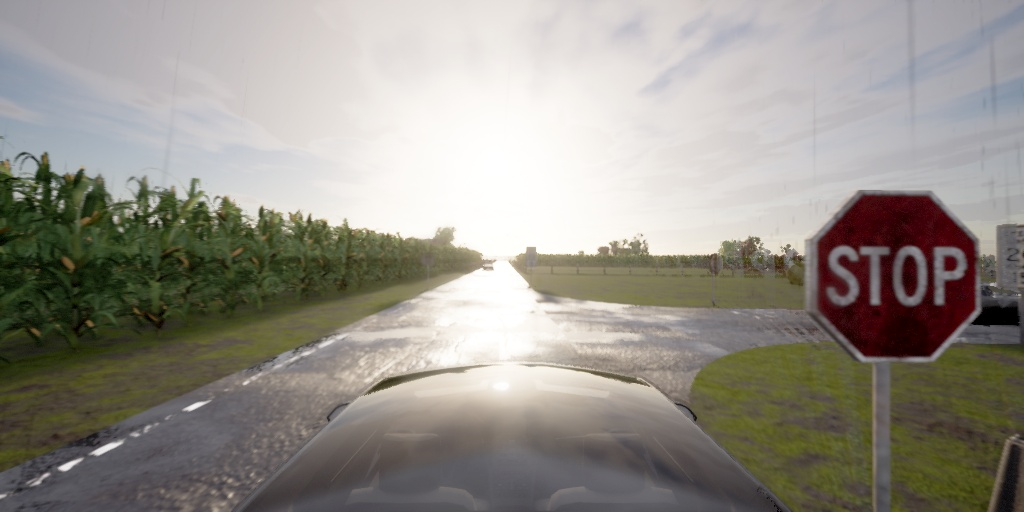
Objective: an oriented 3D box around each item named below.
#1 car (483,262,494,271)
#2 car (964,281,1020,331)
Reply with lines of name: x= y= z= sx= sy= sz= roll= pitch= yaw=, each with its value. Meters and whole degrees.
car: x=-4.012 y=1.795 z=62.536 sx=2.033 sy=1.411 sz=5.357 roll=0 pitch=0 yaw=-1
car: x=13.842 y=1.496 z=10.955 sx=4.902 sy=1.511 sz=2.128 roll=1 pitch=-1 yaw=0
